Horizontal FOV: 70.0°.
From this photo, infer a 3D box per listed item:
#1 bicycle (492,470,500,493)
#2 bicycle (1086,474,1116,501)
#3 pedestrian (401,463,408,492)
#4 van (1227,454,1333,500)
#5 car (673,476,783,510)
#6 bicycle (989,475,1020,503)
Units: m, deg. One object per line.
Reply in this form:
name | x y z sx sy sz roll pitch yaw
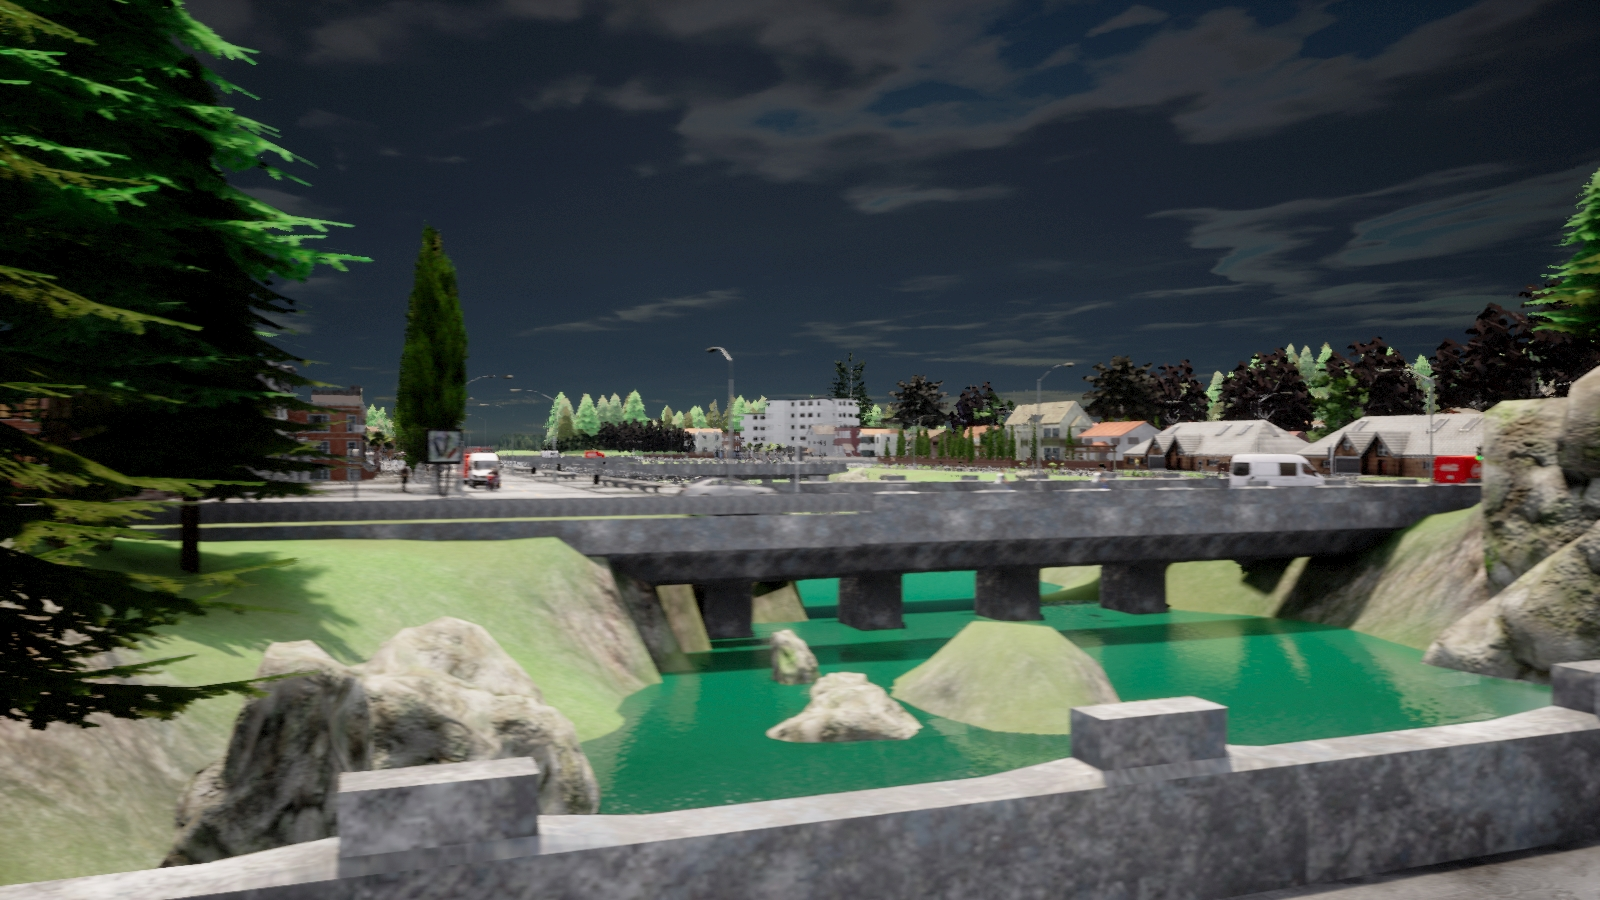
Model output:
bicycle | -19.963 2.060 74.950 0.329 1.471 1.835 0 0 -20
bicycle | 16.492 2.056 62.567 1.643 1.496 0.373 0 0 -19
pedestrian | -25.096 1.745 72.481 0.375 1.860 0.375 0 0 -18
van | 28.043 1.534 66.720 5.915 2.561 1.988 0 0 -20
car | -3.478 2.047 55.264 4.902 1.511 2.128 0 0 -20
bicycle | 10.828 2.056 60.540 1.643 1.496 0.373 0 0 -19
